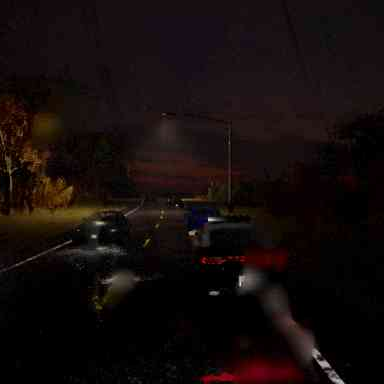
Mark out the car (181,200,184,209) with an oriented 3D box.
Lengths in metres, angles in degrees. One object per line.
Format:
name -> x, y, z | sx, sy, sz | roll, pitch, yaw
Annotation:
car -> 0.363, 1.513, 24.752 | 1.812, 1.442, 4.674 | 0, 0, -3

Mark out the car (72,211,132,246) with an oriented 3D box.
car -> -3.910, 1.560, 15.095 | 1.994, 1.385, 4.181 | 0, 0, -2

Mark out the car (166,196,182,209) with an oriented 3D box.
car -> -2.191, 1.482, 45.630 | 1.837, 1.490, 4.892 | 0, 0, -5

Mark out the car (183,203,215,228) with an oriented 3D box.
car -> 0.645, 1.472, 18.725 | 1.882, 1.535, 5.008 | 0, 0, -2

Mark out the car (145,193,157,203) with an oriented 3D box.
car -> -8.453, 1.176, 68.334 | 2.150, 2.045, 5.566 | 0, 0, -8

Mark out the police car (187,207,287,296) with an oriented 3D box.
police car -> 0.949, 1.423, 8.784 | 1.930, 1.638, 5.238 | 0, 0, -1
